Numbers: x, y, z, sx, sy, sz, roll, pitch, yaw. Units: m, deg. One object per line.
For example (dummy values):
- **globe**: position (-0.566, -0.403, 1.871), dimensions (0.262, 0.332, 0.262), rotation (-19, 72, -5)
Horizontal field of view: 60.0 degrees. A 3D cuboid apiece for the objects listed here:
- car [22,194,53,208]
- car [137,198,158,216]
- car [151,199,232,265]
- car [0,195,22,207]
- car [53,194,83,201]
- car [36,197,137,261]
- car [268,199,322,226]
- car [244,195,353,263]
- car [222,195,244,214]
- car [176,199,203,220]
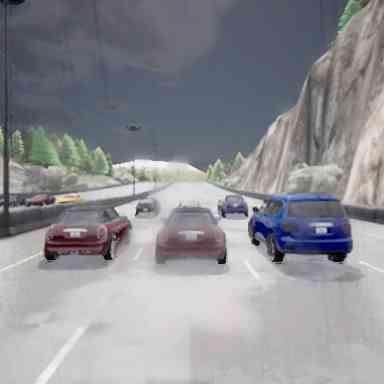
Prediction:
- **car**: position (-18.029, 1.011, 40.047), dimensions (1.882, 1.535, 5.008), rotation (0, 1, -1)
- **car**: position (-3.720, 1.207, 28.662), dimensions (1.812, 1.442, 4.674), rotation (0, 1, -1)
- **car**: position (-0.034, 1.258, 11.488), dimensions (2.097, 1.767, 4.553), rotation (0, 1, 0)
- **car**: position (-21.526, 1.114, 40.081), dimensions (1.994, 1.385, 4.181), rotation (0, 1, 0)
- **car**: position (-14.530, 0.993, 40.092), dimensions (1.882, 1.535, 5.008), rotation (0, 1, -1)
- **car**: position (-3.539, 1.267, 12.161), dimensions (2.097, 1.767, 4.553), rotation (0, 1, 0)
- **car**: position (6.824, 1.270, 22.734), dimensions (2.033, 1.411, 5.357), rotation (0, 1, 0)
- **car**: position (3.468, 1.105, 11.655), dimensions (2.150, 2.045, 5.566), rotation (0, 1, 0)
- **car**: position (3.289, 1.019, 27.447), dimensions (2.097, 1.767, 4.553), rotation (0, 1, 0)
- **car**: position (-0.196, 1.311, 25.913), dimensions (1.895, 1.301, 4.718), rotation (0, 1, 0)
